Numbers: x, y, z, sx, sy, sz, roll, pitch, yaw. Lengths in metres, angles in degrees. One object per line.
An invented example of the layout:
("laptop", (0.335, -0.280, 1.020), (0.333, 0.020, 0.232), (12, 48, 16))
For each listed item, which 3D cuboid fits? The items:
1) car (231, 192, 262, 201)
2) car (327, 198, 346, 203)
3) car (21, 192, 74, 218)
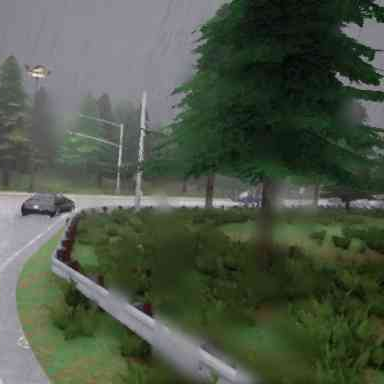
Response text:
("car", (7.046, 0.748, 42.053), (4.674, 1.442, 1.812), (2, 4, -40))
("car", (25.172, 1.151, 57.376), (4.553, 1.767, 2.097), (1, 4, -41))
("car", (-8.945, 0.701, 20.980), (1.994, 1.385, 4.181), (4, 3, -2))
